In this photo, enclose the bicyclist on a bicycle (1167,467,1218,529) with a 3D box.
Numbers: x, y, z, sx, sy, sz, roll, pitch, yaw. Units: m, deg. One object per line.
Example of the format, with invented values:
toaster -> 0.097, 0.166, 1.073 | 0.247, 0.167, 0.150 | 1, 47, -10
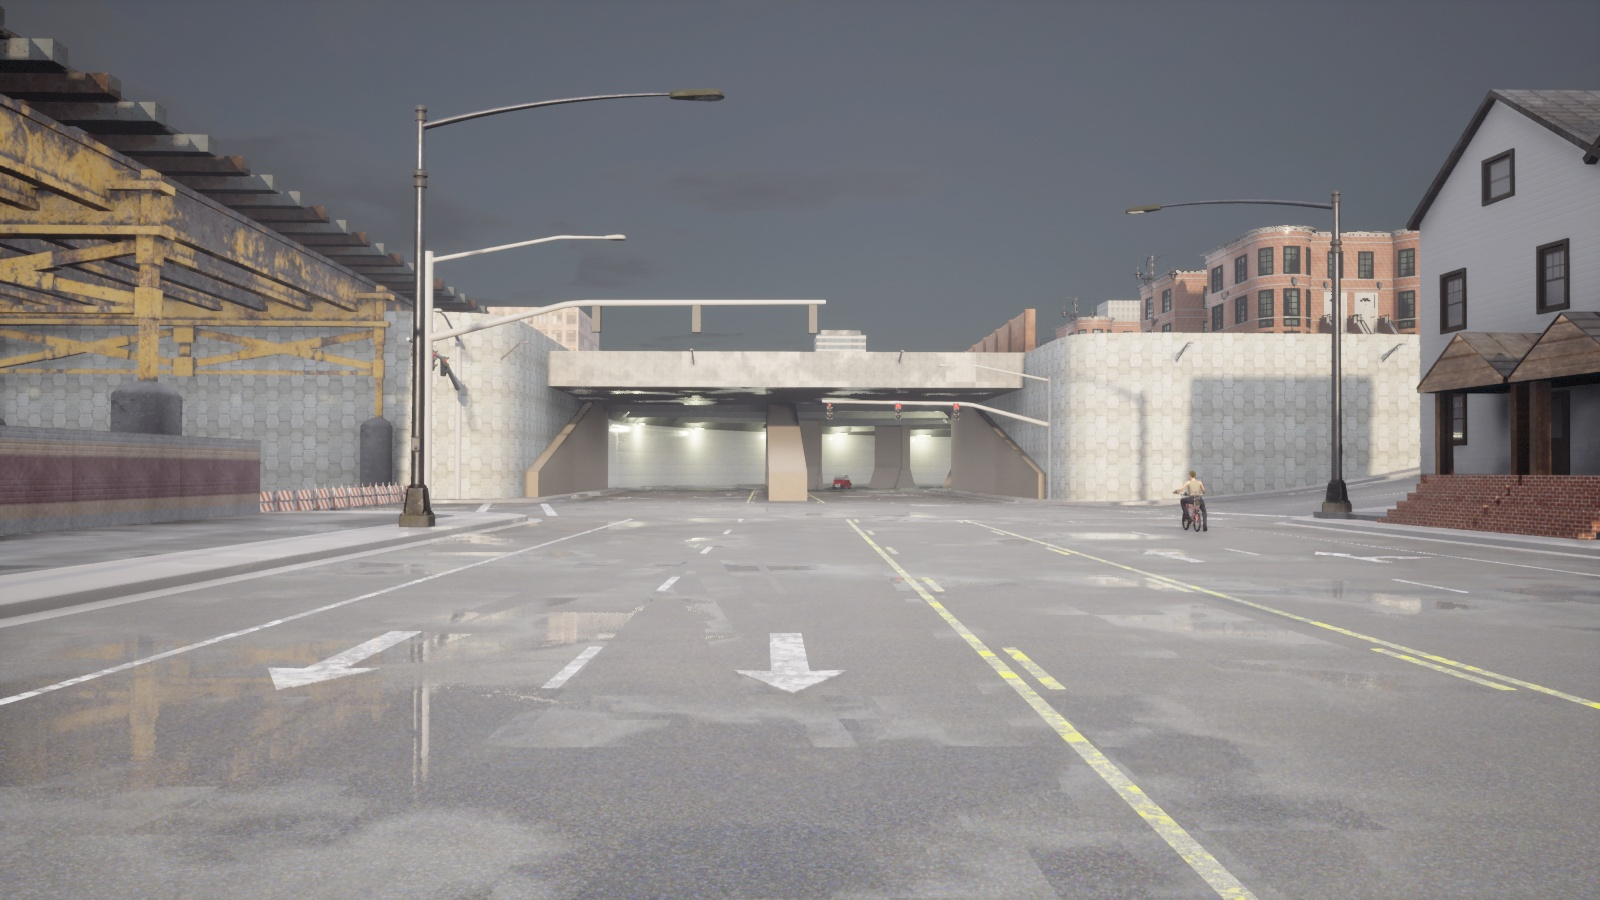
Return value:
bicyclist on a bicycle -> 10.414, 1.269, 33.382 | 0.866, 1.612, 1.509 | 0, -1, 0
